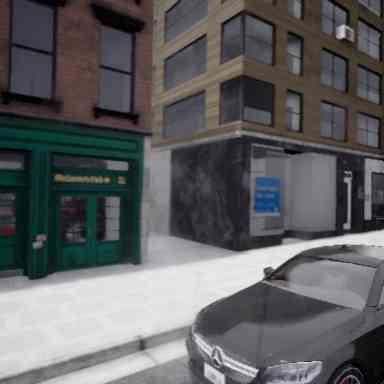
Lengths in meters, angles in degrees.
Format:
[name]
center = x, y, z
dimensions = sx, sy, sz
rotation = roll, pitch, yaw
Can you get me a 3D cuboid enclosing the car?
[car]
center = 2.111, 1.519, 4.578
dimensions = 4.674, 1.442, 1.812
rotation = 0, 0, -36
